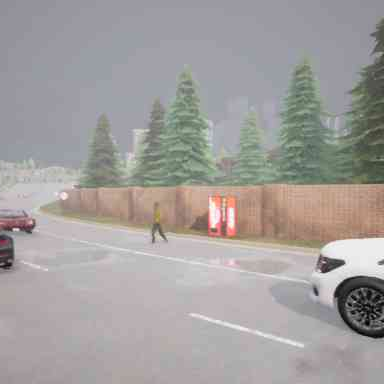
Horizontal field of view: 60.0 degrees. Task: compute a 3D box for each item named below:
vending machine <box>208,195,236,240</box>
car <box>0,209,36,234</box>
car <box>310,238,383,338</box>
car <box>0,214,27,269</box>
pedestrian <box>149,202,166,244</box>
[{"bbox_3d":[1.475,1.192,16.327,0.880,2.100,1.100,0,0,42],"label":"vending machine"},{"bbox_3d":[-10.277,1.594,18.318,1.895,1.301,4.718,0,0,-42],"label":"car"},{"bbox_3d":[4.738,1.214,4.984,5.566,2.045,2.150,-1,-1,35],"label":"car"},{"bbox_3d":[-7.035,1.501,10.109,4.892,1.490,1.837,0,0,43],"label":"car"},{"bbox_3d":[-1.464,1.291,14.162,0.375,1.860,0.375,0,0,42],"label":"pedestrian"}]
